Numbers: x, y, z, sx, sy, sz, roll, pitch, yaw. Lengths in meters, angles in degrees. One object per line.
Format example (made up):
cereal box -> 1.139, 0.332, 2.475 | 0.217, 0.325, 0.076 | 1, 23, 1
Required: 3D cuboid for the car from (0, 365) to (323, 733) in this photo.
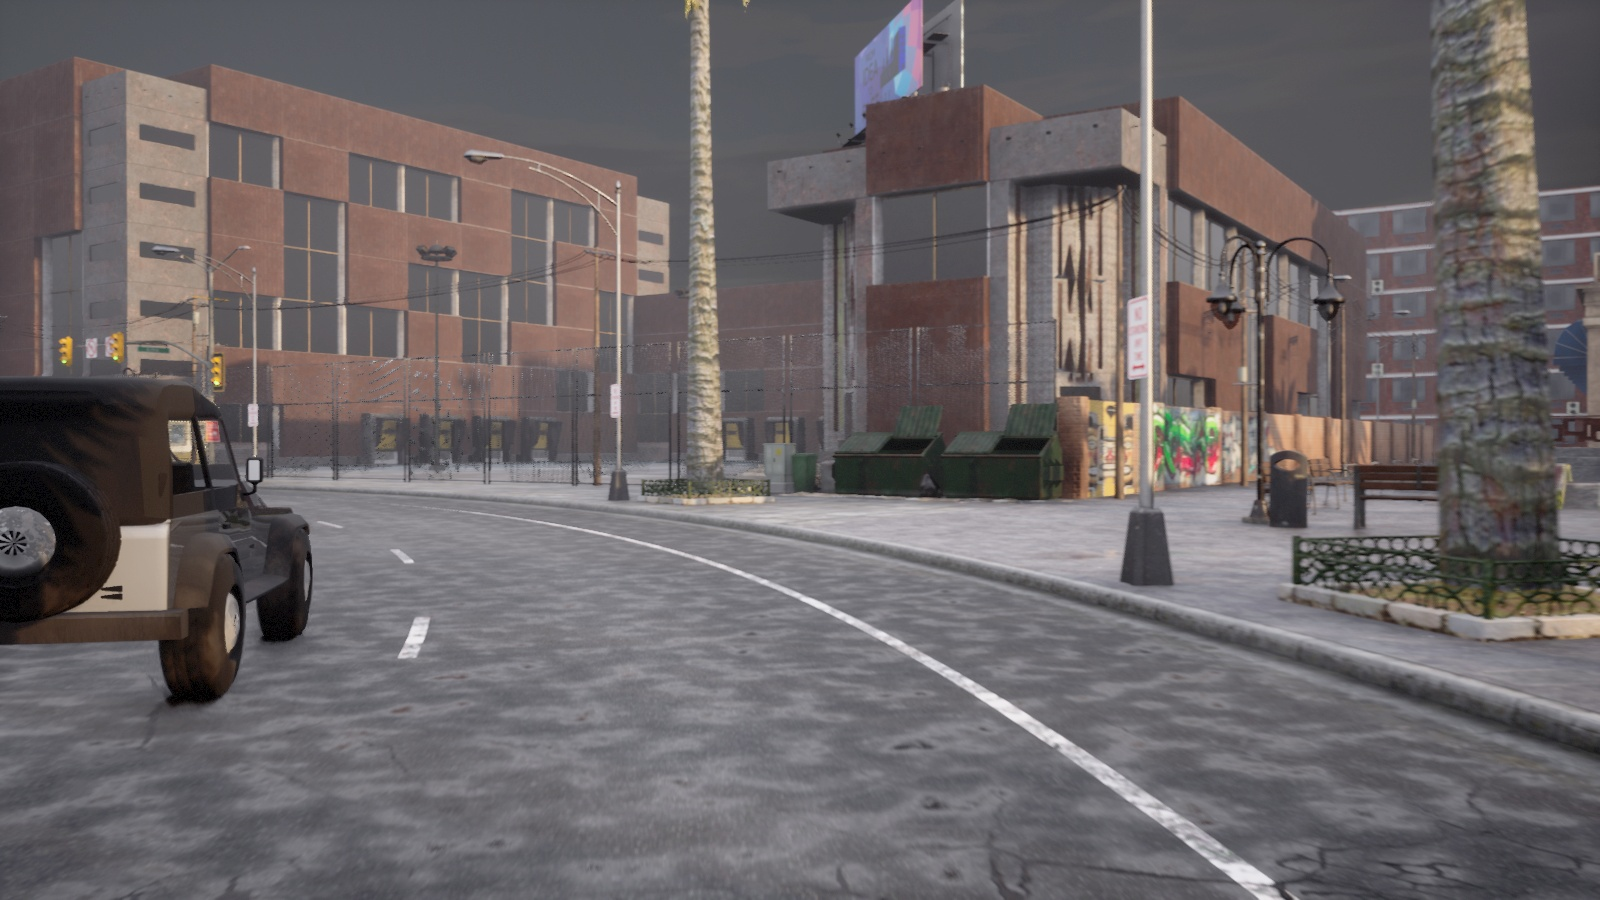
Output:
car -> -4.505, 0.496, 8.300 | 1.905, 1.878, 3.866 | 0, 0, -11
